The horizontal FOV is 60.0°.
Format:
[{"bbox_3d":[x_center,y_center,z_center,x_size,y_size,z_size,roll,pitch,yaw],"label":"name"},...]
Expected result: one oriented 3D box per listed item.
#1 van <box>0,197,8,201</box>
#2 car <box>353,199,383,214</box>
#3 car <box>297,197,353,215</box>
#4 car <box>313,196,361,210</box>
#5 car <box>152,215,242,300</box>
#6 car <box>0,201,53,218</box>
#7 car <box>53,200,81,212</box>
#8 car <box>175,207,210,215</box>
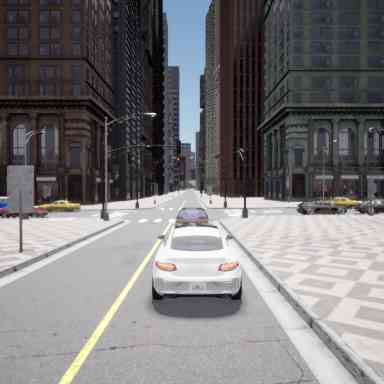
[{"bbox_3d":[-20.962,1.457,38.640,3.998,1.788,1.690,-1,1,0],"label":"van"},{"bbox_3d":[17.061,1.342,30.046,4.403,1.369,2.008,-1,1,0],"label":"car"},{"bbox_3d":[11.682,1.419,30.057,4.313,1.339,1.947,-1,1,0],"label":"car"},{"bbox_3d":[16.731,1.233,38.571,4.829,1.417,1.752,-1,1,0],"label":"car"},{"bbox_3d":[0.099,1.521,8.247,1.812,1.442,4.674,0,0,0],"label":"car"},{"bbox_3d":[-15.286,1.728,30.110,4.206,1.307,1.802,-1,1,0],"label":"car"},{"bbox_3d":[-15.450,1.585,38.634,4.829,1.417,1.752,-1,1,0],"label":"car"},{"bbox_3d":[0.028,1.533,17.837,2.033,1.411,5.357,0,0,1],"label":"car"}]
